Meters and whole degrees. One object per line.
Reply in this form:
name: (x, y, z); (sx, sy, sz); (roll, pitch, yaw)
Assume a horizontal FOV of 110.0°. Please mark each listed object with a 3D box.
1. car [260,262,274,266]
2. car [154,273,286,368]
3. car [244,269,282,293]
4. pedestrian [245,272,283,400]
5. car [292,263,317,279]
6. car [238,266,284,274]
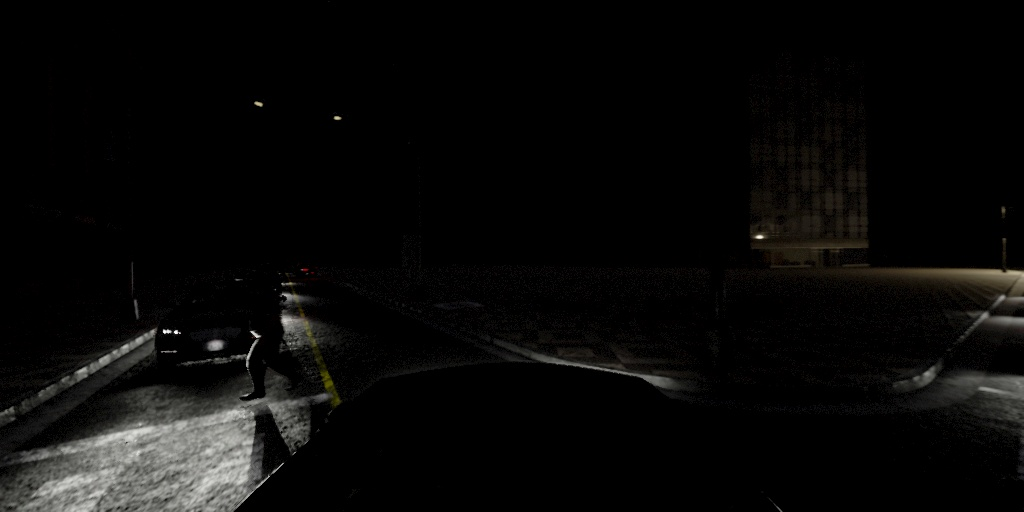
car: (-22.191, 1.615, 32.840); (1.837, 1.490, 4.892); (0, 0, -32)
car: (-6.519, 1.328, 8.350); (2.128, 1.511, 4.902); (0, 0, -33)
car: (-16.571, 1.614, 24.018); (1.895, 1.301, 4.718); (0, 0, -33)
pedestrian: (-3.553, 1.084, 5.152); (0.375, 1.860, 0.375); (0, -1, -33)
car: (-22.348, 1.627, 38.926); (2.128, 1.511, 4.902); (0, 0, -32)
car: (-11.584, 1.417, 16.240); (2.128, 1.511, 4.902); (0, 0, -33)
